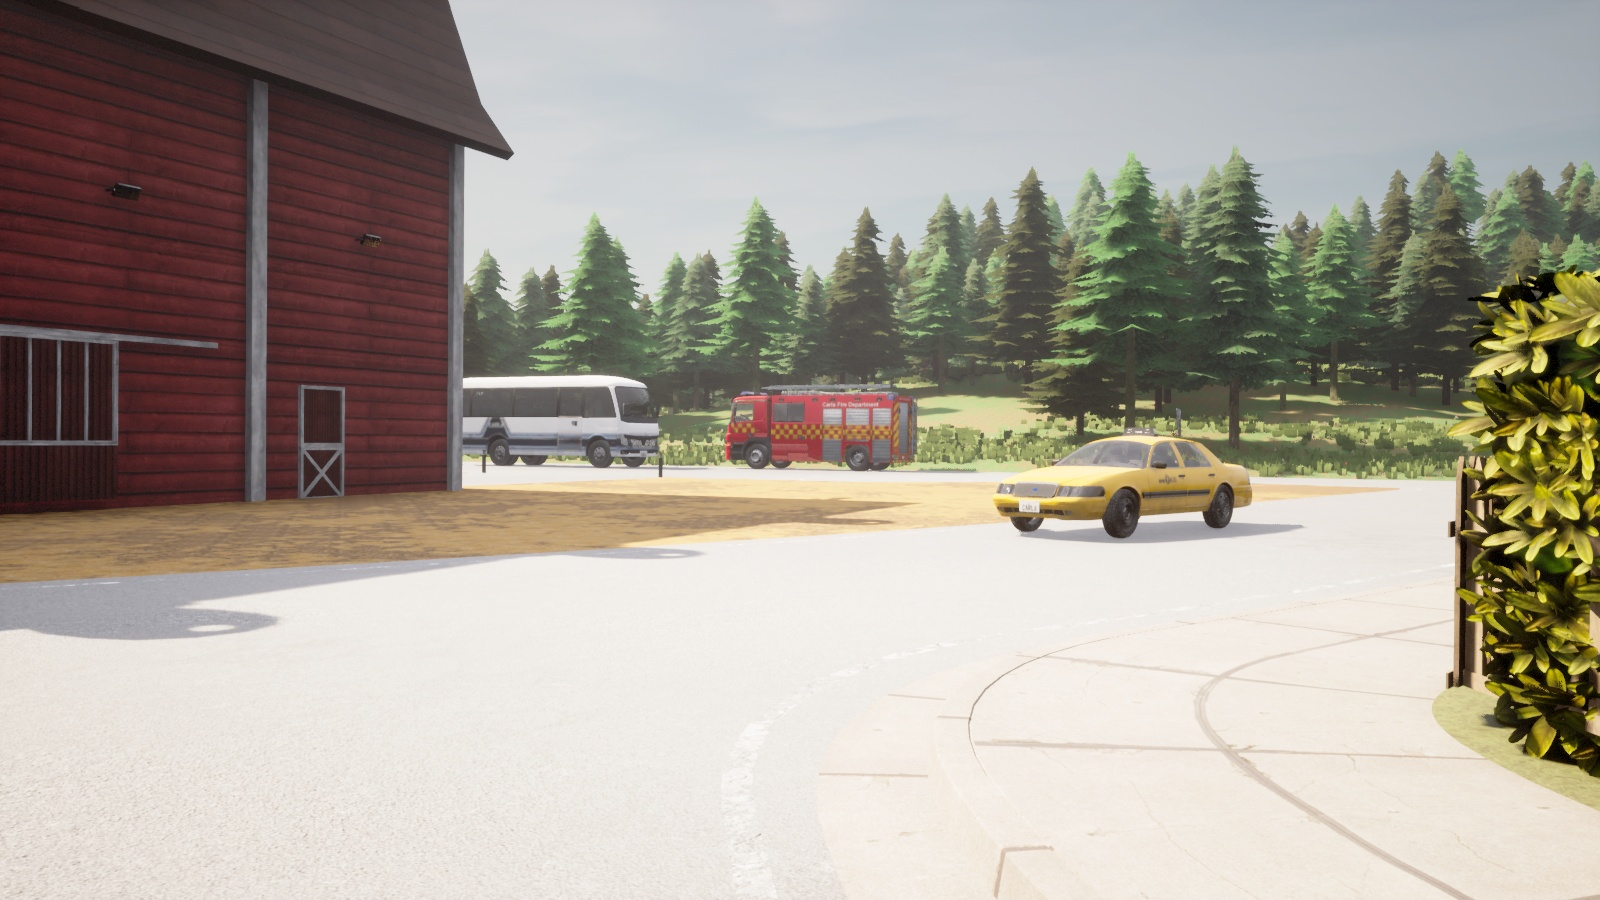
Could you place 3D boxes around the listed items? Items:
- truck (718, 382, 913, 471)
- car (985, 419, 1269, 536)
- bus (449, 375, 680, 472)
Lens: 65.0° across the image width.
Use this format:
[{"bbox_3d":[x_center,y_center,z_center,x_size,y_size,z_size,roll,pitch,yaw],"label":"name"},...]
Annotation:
[{"bbox_3d":[0.666,-1.021,57.294,8.468,3.827,2.891,0,0,26],"label":"truck"},{"bbox_3d":[5.204,0.325,19.426,1.801,1.575,5.366,0,1,45],"label":"car"},{"bbox_3d":[-11.112,-1.139,59.087,10.273,4.253,3.944,0,0,26],"label":"bus"}]
